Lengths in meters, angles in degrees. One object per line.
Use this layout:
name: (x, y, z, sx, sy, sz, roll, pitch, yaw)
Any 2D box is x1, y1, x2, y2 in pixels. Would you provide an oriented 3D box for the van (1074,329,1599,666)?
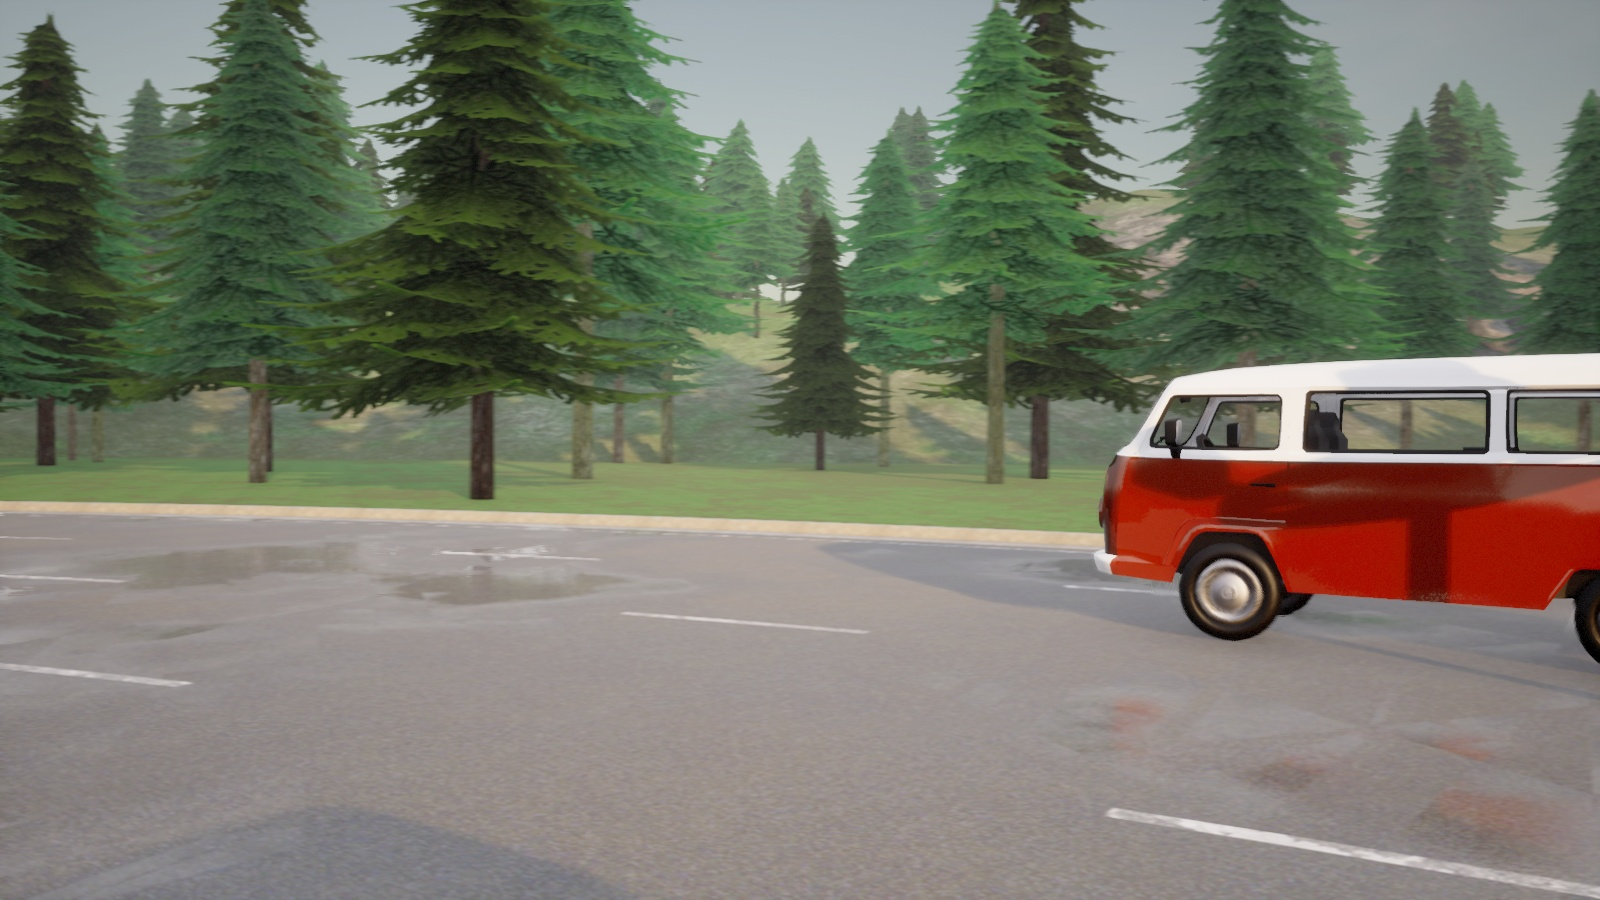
van: (4.482, 0.275, 9.005, 4.480, 2.038, 2.069, 0, 1, 31)
